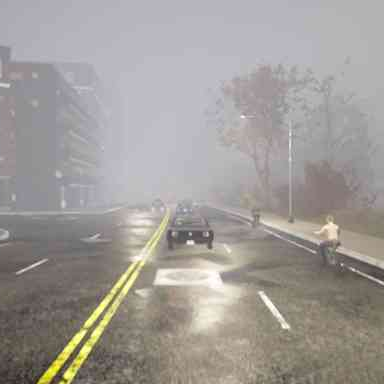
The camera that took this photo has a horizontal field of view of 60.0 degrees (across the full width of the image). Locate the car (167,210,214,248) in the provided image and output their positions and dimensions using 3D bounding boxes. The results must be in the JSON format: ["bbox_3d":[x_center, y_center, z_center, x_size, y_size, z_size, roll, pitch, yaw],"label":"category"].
[{"bbox_3d":[-0.116,1.694,15.193,1.895,1.301,4.718,0,0,-1],"label":"car"}]

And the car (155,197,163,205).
[{"bbox_3d":[-7.282,1.949,73.000,1.812,1.442,4.674,0,0,-6],"label":"car"}]

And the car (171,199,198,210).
[{"bbox_3d":[-0.803,1.751,33.633,2.033,1.411,5.357,0,0,-3],"label":"car"}]

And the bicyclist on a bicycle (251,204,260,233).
[{"bbox_3d":[3.800,1.571,19.825,0.582,1.620,1.656,0,-1,-2],"label":"bicyclist on a bicycle"}]

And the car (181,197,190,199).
[{"bbox_3d":[-0.841,1.947,73.886,1.812,1.442,4.674,0,0,-7],"label":"car"}]

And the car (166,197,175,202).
[{"bbox_3d":[-5.666,1.992,86.961,1.895,1.301,4.718,0,0,-7],"label":"car"}]

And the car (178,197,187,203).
[{"bbox_3d":[-2.429,2.087,87.252,1.895,1.301,4.718,0,0,-7],"label":"car"}]

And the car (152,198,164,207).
[{"bbox_3d":[-5.794,1.865,56.948,1.812,1.442,4.674,0,0,-4],"label":"car"}]

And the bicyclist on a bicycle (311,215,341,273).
[{"bbox_3d":[4.062,1.496,9.905,0.866,1.612,1.509,0,0,-1],"label":"bicyclist on a bicycle"}]

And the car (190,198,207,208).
[{"bbox_3d":[1.166,1.913,53.397,1.895,1.301,4.718,0,0,-4],"label":"car"}]

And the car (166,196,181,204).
[{"bbox_3d":[-4.451,1.795,76.927,2.097,1.767,4.553,0,0,-7],"label":"car"}]
